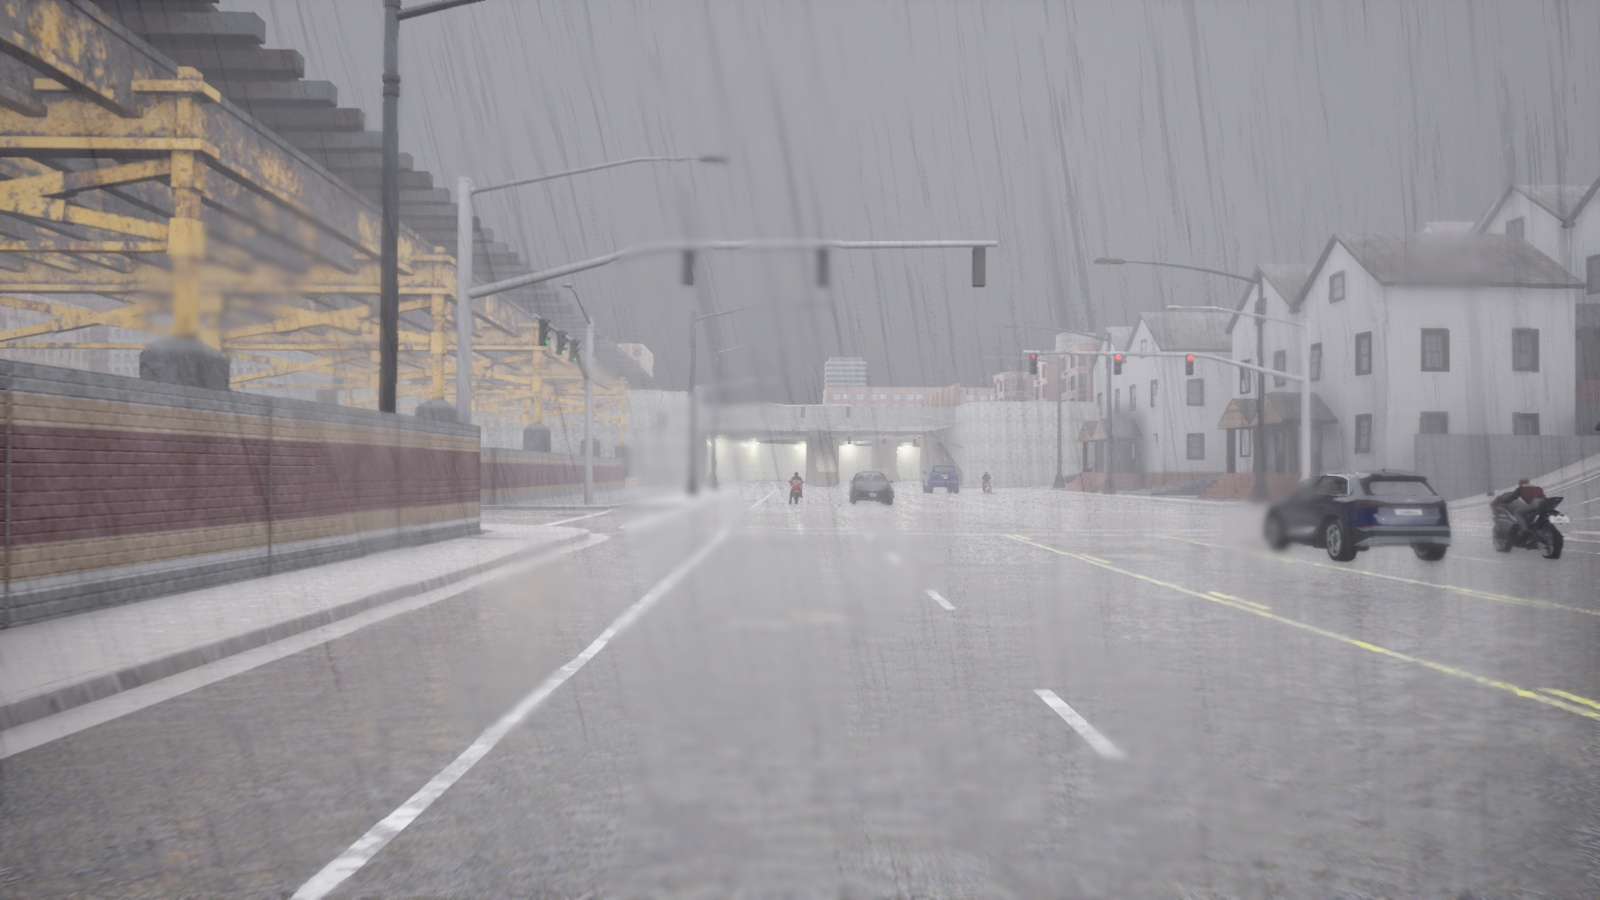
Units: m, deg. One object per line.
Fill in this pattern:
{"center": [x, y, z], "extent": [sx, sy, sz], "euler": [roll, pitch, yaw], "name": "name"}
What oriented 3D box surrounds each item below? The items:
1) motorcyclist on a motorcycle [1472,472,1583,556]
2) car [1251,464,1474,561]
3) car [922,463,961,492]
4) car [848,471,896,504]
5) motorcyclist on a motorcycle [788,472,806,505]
{"center": [13.903, 1.196, 24.091], "extent": [0.866, 1.530, 2.191], "euler": [0, -1, 1], "name": "motorcyclist on a motorcycle"}
{"center": [10.440, 1.100, 23.802], "extent": [2.033, 1.649, 4.856], "euler": [0, -1, 0], "name": "car"}
{"center": [10.270, 2.021, 91.544], "extent": [2.150, 2.045, 5.566], "euler": [0, -1, 0], "name": "car"}
{"center": [3.350, 1.735, 59.114], "extent": [2.007, 1.525, 4.514], "euler": [0, -1, 0], "name": "car"}
{"center": [-0.148, 1.777, 58.661], "extent": [0.797, 1.523, 2.044], "euler": [0, -1, 0], "name": "motorcyclist on a motorcycle"}
